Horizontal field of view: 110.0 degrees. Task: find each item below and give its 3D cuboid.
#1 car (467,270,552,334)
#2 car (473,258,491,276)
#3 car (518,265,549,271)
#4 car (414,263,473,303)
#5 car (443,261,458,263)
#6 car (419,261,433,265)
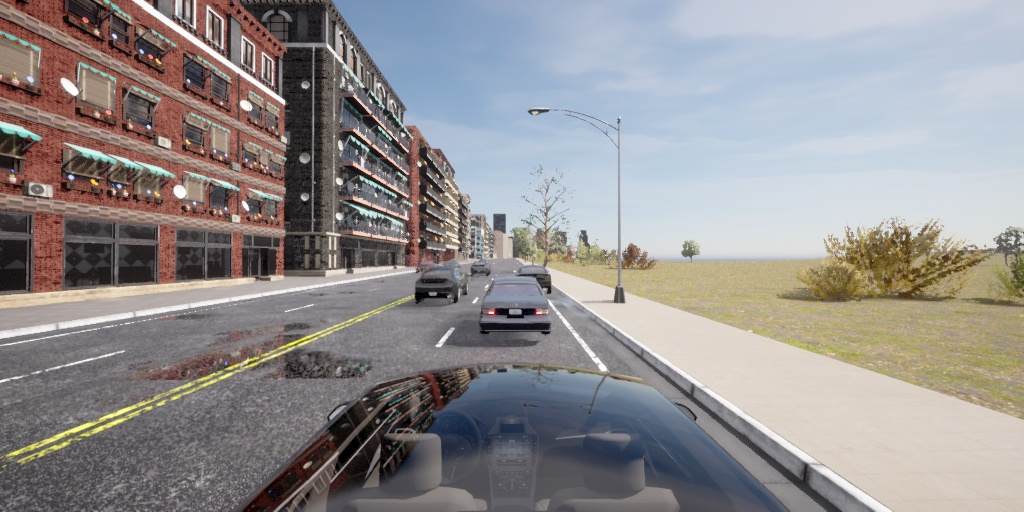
[{"bbox_3d":[0.094,1.299,10.553,2.033,1.411,5.357,0,0,0],"label":"car"},{"bbox_3d":[-3.182,1.244,37.184,2.128,1.511,4.902,0,0,0],"label":"car"},{"bbox_3d":[1.120,1.230,20.316,1.882,1.535,5.008,0,0,0],"label":"car"},{"bbox_3d":[-3.166,1.257,16.756,1.837,1.490,4.892,0,0,0],"label":"car"},{"bbox_3d":[-6.636,1.256,38.633,1.837,1.490,4.892,0,0,0],"label":"car"},{"bbox_3d":[-9.887,1.315,42.060,1.994,1.385,4.181,0,0,0],"label":"car"}]
